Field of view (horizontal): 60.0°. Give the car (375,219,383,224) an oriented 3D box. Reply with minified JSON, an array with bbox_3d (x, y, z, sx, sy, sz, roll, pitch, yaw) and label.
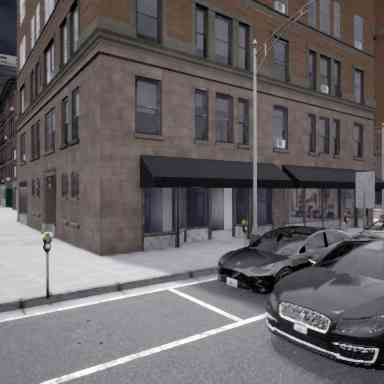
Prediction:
[{"bbox_3d":[7.111,1.582,11.591,4.206,1.307,1.802,0,0,-35],"label":"car"}]

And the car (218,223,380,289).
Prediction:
[{"bbox_3d":[2.629,1.565,8.401,4.313,1.339,1.947,0,0,-35],"label":"car"}]

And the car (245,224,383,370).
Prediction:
[{"bbox_3d":[3.360,1.506,5.644,4.892,1.490,1.837,1,0,-35],"label":"car"}]
